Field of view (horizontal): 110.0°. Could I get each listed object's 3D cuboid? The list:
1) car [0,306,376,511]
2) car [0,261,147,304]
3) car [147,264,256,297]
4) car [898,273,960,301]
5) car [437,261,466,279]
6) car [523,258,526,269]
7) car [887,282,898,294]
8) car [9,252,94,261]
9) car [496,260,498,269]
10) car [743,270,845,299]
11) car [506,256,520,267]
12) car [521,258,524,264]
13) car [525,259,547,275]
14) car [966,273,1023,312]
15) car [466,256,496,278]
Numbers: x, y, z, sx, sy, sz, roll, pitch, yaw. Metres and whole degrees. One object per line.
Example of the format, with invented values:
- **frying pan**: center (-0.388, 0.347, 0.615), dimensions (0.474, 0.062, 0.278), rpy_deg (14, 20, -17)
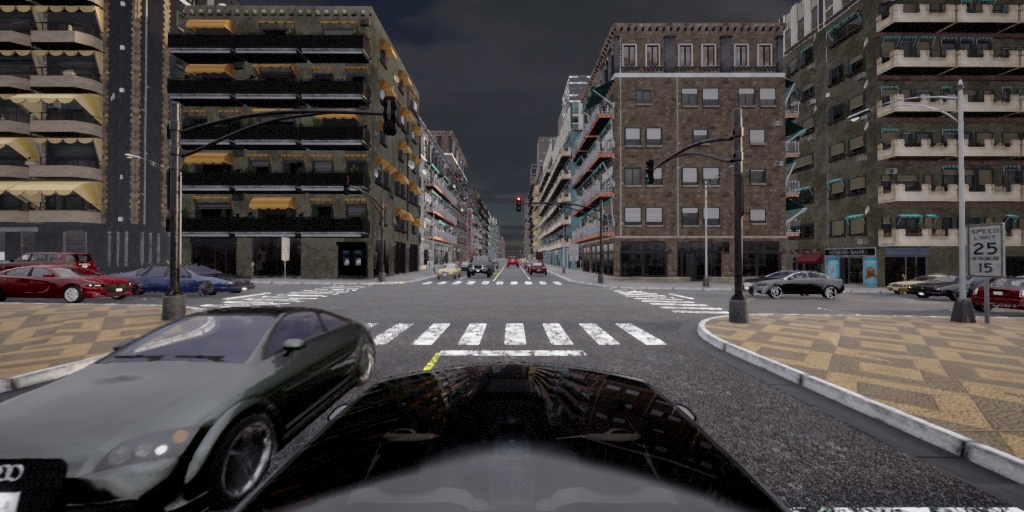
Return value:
- **car**: center (-3.168, 1.315, 4.162), dimensions (1.994, 1.385, 4.181), rpy_deg (0, 0, -1)
- **car**: center (-17.251, 1.011, 13.664), dimensions (4.507, 1.381, 1.888), rpy_deg (0, 0, 0)
- **car**: center (-14.954, 1.076, 16.356), dimensions (5.357, 1.411, 2.033), rpy_deg (1, -1, -3)
- **car**: center (25.182, 1.732, 19.739), dimensions (5.357, 1.411, 2.033), rpy_deg (1, -1, 0)
- **car**: center (-5.660, 1.282, 32.626), dimensions (1.751, 1.417, 4.829), rpy_deg (0, 0, 0)
- **car**: center (2.731, 1.200, 43.821), dimensions (1.967, 1.591, 4.097), rpy_deg (0, 0, 0)
- **car**: center (26.266, 1.755, 22.300), dimensions (4.829, 1.417, 1.751), rpy_deg (0, 0, 0)
- **car**: center (-28.627, 0.686, 21.969), dimensions (5.009, 1.841, 2.192), rpy_deg (0, 0, 0)
- **car**: center (-3.057, 1.265, 45.241), dimensions (1.837, 1.490, 4.892), rpy_deg (0, 0, 0)
- **car**: center (15.323, 1.522, 19.678), dimensions (4.902, 1.511, 2.128), rpy_deg (1, -1, -1)
- **car**: center (0.159, 0.989, 64.530), dimensions (2.150, 2.045, 5.566), rpy_deg (0, 0, 0)
- **car**: center (2.741, 1.346, 54.868), dimensions (1.802, 1.307, 4.207), rpy_deg (0, 0, 0)
- **car**: center (2.726, 1.303, 38.297), dimensions (1.888, 1.381, 4.507), rpy_deg (0, 0, 0)
- **car**: center (20.846, 1.500, 13.950), dimensions (4.097, 1.591, 1.967), rpy_deg (0, 0, 0)
- **car**: center (-3.068, 0.979, 35.202), dimensions (2.150, 2.045, 5.566), rpy_deg (0, 0, 0)
